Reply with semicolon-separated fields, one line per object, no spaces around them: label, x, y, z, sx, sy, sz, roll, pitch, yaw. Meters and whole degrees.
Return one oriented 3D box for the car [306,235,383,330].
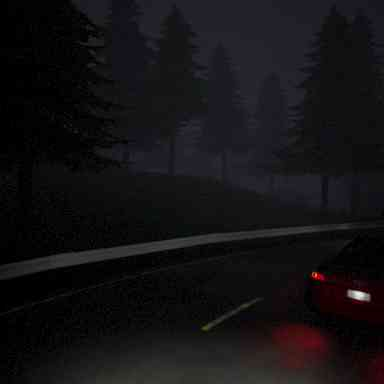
car;3.970;1.567;6.600;1.994;1.385;4.181;1;1;44

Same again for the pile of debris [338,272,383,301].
pile of debris;4.538;2.185;7.609;1.860;0.140;1.500;0;0;-39
